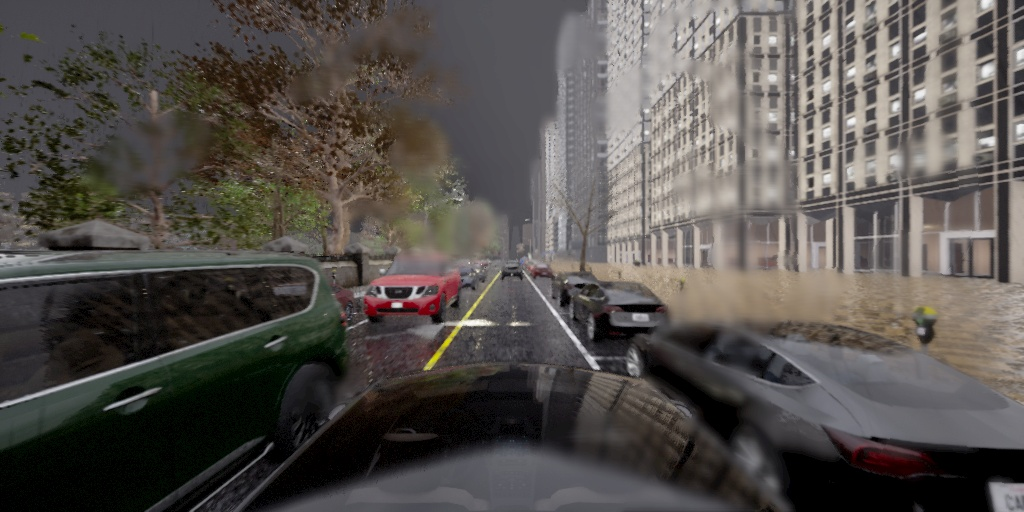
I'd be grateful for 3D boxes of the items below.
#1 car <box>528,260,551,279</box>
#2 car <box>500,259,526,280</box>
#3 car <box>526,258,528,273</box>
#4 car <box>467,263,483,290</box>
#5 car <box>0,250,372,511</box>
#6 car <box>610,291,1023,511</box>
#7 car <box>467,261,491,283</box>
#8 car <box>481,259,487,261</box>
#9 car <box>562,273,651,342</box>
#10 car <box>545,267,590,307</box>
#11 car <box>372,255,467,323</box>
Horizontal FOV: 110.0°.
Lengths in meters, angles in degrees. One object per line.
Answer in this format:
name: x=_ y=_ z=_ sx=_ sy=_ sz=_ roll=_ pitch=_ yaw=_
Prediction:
car: x=2.698 y=1.308 z=32.125 sx=1.888 sy=1.381 sz=4.507 roll=0 pitch=0 yaw=0
car: x=0.017 y=1.269 z=31.954 sx=1.837 sy=1.490 sz=4.892 roll=0 pitch=0 yaw=0
car: x=2.700 y=1.207 z=37.756 sx=1.967 sy=1.591 sz=4.097 roll=0 pitch=0 yaw=0
car: x=-3.091 y=1.320 z=22.102 sx=1.994 sy=1.385 sz=4.181 roll=0 pitch=0 yaw=-1
car: x=-3.071 y=0.972 z=2.069 sx=2.150 sy=2.045 sz=5.566 roll=0 pitch=0 yaw=2
car: x=2.690 y=1.316 z=3.962 sx=1.948 sy=1.339 sz=4.313 roll=0 pitch=0 yaw=0
car: x=-2.993 y=1.361 z=28.047 sx=1.994 sy=1.385 sz=4.181 roll=0 pitch=0 yaw=0
car: x=-5.675 y=1.337 z=60.287 sx=1.888 sy=1.381 sz=4.507 roll=0 pitch=0 yaw=0
car: x=2.691 y=1.317 z=9.594 sx=1.948 sy=1.339 sz=4.313 roll=0 pitch=0 yaw=0
car: x=2.693 y=1.319 z=15.227 sx=1.948 sy=1.339 sz=4.313 roll=0 pitch=0 yaw=0
car: x=-3.097 y=0.974 z=12.437 sx=2.150 sy=2.045 sz=5.566 roll=0 pitch=0 yaw=0
